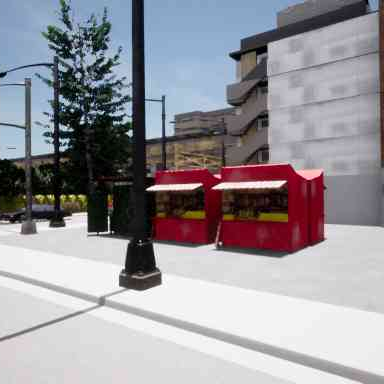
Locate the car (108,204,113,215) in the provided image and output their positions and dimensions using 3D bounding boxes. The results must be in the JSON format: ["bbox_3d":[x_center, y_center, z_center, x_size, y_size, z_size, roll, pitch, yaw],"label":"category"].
[{"bbox_3d":[-6.889,1.489,34.575,2.097,1.767,4.553,-1,-1,36],"label":"car"}]

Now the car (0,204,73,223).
[{"bbox_3d":[-12.420,1.686,26.929,2.033,1.411,5.357,-1,-1,36],"label":"car"}]
